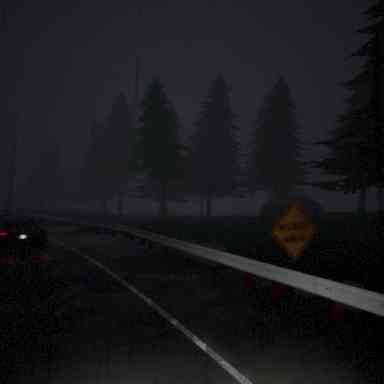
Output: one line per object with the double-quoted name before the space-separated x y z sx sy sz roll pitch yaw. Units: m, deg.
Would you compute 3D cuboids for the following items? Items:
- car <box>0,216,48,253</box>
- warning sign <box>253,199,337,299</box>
"car" -7.793 1.760 14.783 1.994 1.385 4.181 -1 0 -34
"warning sign" 2.173 1.100 7.092 1.300 1.860 1.060 -1 0 -27
